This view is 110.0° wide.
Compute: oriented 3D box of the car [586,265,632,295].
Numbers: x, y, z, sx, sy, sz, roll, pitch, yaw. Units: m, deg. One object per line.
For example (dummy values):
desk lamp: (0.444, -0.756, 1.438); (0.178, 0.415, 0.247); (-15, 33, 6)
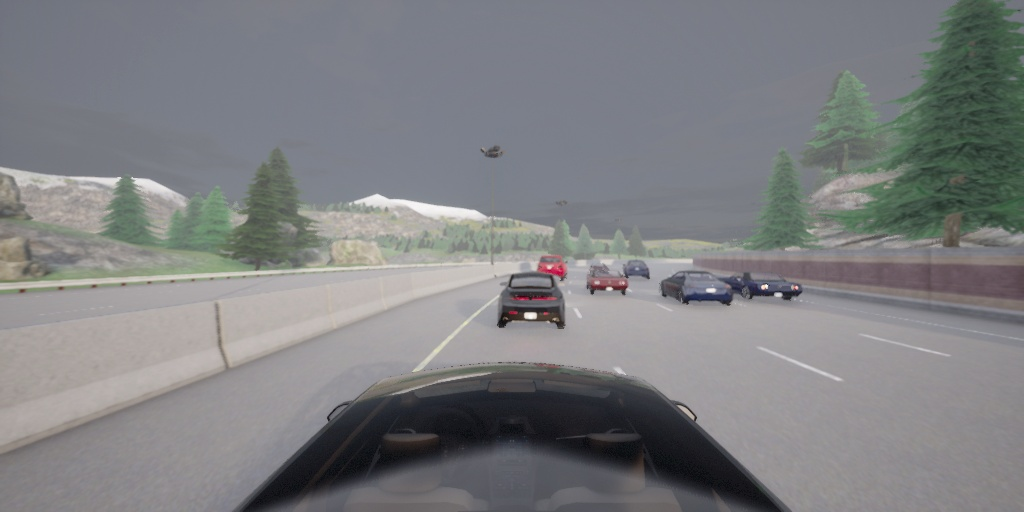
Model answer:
car: (5.177, 1.367, 20.110); (1.895, 1.301, 4.718); (0, 0, 8)

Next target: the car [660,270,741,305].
car: (8.209, 1.348, 16.342); (1.994, 1.385, 4.181); (0, 0, 7)

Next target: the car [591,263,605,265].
car: (9.630, 1.379, 39.865); (1.895, 1.301, 4.718); (0, 0, 17)

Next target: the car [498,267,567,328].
car: (0.647, 1.253, 11.402); (1.837, 1.490, 4.892); (0, 0, 4)

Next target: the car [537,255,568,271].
car: (3.419, 0.973, 29.992); (2.150, 2.045, 5.566); (0, 0, 12)

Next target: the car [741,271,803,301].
car: (11.883, 1.403, 17.775); (1.895, 1.301, 4.718); (0, 0, 8)

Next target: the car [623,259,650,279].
car: (11.434, 1.143, 33.314); (2.097, 1.767, 4.553); (0, 0, 14)
